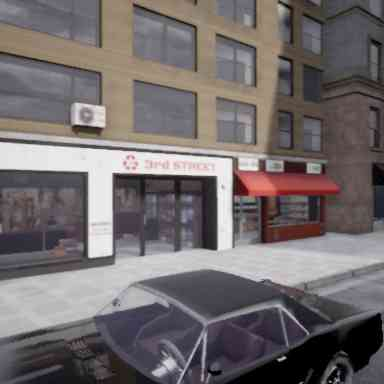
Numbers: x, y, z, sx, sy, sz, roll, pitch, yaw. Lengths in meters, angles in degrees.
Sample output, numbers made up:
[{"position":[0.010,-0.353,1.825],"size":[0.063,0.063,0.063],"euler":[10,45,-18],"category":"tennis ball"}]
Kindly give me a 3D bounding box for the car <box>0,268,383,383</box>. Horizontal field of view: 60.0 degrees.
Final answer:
[{"position":[-0.175,1.595,3.254],"size":[4.718,1.301,1.895],"euler":[0,0,-36],"category":"car"}]
